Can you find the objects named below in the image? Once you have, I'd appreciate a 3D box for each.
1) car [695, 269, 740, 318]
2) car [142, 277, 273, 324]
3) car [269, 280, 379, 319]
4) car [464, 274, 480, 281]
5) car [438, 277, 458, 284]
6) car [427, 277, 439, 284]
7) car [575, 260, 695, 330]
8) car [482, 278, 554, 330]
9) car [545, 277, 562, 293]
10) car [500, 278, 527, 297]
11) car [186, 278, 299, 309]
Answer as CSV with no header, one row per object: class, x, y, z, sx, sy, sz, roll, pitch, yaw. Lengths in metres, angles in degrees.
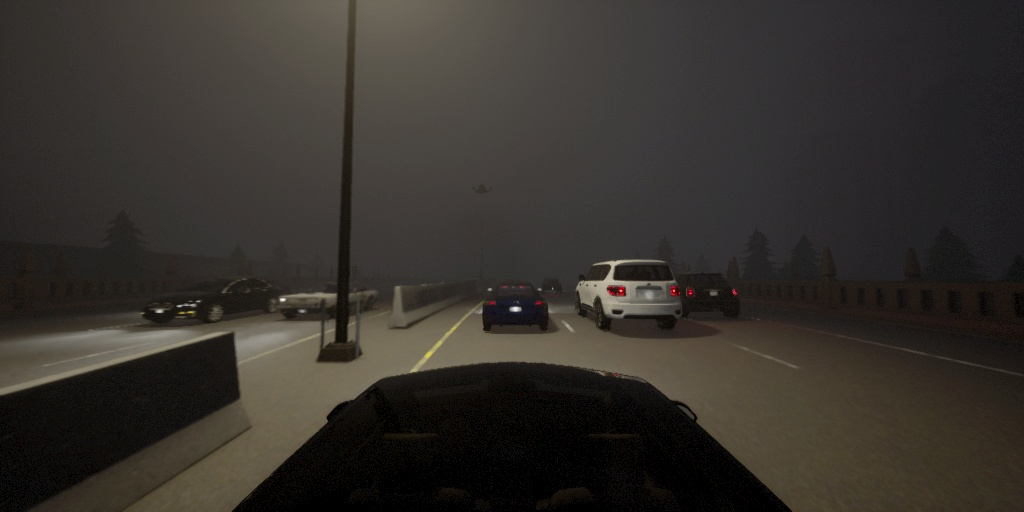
car,7.099,1.453,14.736,2.097,1.767,4.553,0,-3,0
car,-10.601,1.526,13.215,1.837,1.490,4.892,0,-3,0
car,-7.102,1.681,14.373,1.895,1.301,4.718,0,-3,0
car,-6.784,4.136,62.080,2.150,2.045,5.566,0,-3,4
car,-10.402,4.399,60.086,1.895,1.301,4.718,0,-3,2
car,-13.686,4.522,63.728,1.837,1.490,4.892,-1,-3,4
car,3.599,1.198,12.094,2.150,2.045,5.566,0,-2,0
car,0.100,1.539,12.028,1.994,1.385,4.181,0,-2,0
car,3.598,2.748,34.061,1.837,1.490,4.892,0,-3,0
car,0.099,2.532,29.739,2.033,1.411,5.357,0,-3,0
car,-14.102,1.912,19.343,2.033,1.411,5.357,0,-3,0
